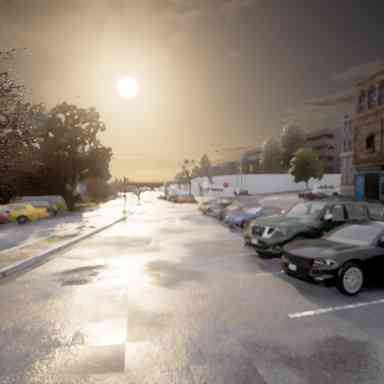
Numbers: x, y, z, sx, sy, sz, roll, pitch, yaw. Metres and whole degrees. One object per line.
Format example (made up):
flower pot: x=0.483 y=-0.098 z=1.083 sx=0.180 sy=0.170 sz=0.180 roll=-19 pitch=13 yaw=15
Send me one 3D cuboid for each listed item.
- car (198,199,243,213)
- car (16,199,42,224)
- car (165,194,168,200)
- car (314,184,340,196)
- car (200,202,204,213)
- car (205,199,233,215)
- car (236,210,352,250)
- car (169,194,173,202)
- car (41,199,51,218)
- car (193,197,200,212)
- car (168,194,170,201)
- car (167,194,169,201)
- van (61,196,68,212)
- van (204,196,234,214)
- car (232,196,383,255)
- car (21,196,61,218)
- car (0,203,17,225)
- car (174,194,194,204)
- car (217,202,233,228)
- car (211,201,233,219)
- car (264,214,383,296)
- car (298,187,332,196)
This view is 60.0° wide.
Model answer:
car: x=3.318 y=1.637 z=38.794 sx=4.792 sy=1.488 sz=2.163 roll=1 pitch=-1 yaw=-25
car: x=-14.053 y=1.595 z=24.174 sx=5.366 sy=1.575 sz=1.946 roll=-1 pitch=0 yaw=-23
car: x=-3.965 y=1.714 z=94.239 sx=5.566 sy=2.045 sz=2.435 roll=1 pitch=0 yaw=-30
car: x=21.165 y=-0.213 z=51.131 sx=2.435 sy=2.045 sz=5.566 roll=-7 pitch=4 yaw=-29
car: x=3.613 y=1.457 z=32.812 sx=4.553 sy=1.767 sz=2.185 roll=1 pitch=0 yaw=-24
car: x=3.966 y=1.565 z=26.771 sx=4.892 sy=1.521 sz=2.231 roll=1 pitch=0 yaw=-24
car: x=4.494 y=1.566 z=14.702 sx=4.674 sy=1.452 sz=2.002 roll=1 pitch=0 yaw=-22
car: x=-1.991 y=1.691 z=82.351 sx=5.566 sy=2.045 sz=2.435 roll=1 pitch=0 yaw=-30
car: x=-14.562 y=1.611 z=26.980 sx=5.366 sy=1.575 sz=1.946 roll=-1 pitch=0 yaw=-23
car: x=3.198 y=1.587 z=35.736 sx=5.366 sy=1.575 sz=1.946 roll=1 pitch=0 yaw=-25
car: x=-2.443 y=1.697 z=85.355 sx=5.566 sy=2.045 sz=2.435 roll=1 pitch=0 yaw=-30
car: x=-3.319 y=1.958 z=91.356 sx=5.366 sy=1.575 sz=1.946 roll=1 pitch=-1 yaw=-30
van: x=-14.685 y=1.406 z=33.013 sx=4.442 sy=1.987 sz=1.878 roll=-1 pitch=0 yaw=-24
van: x=3.678 y=1.346 z=29.738 sx=4.442 sy=1.987 sz=1.878 roll=1 pitch=0 yaw=-24
car: x=4.566 y=1.265 z=11.664 sx=5.566 sy=2.045 sz=2.435 roll=1 pitch=0 yaw=-22
car: x=-14.550 y=1.496 z=30.021 sx=4.553 sy=1.767 sz=2.185 roll=-1 pitch=0 yaw=-24
car: x=-14.064 y=1.629 z=21.140 sx=4.674 sy=1.452 sz=2.002 roll=-1 pitch=0 yaw=-23
car: x=-1.044 y=1.806 z=76.411 sx=4.553 sy=1.767 sz=2.185 roll=1 pitch=0 yaw=-29
car: x=4.266 y=1.585 z=20.736 sx=4.674 sy=1.452 sz=2.002 roll=1 pitch=0 yaw=-23
car: x=4.115 y=1.594 z=23.756 sx=4.674 sy=1.452 sz=2.002 roll=1 pitch=0 yaw=-23
car: x=4.665 y=1.508 z=8.657 sx=5.008 sy=1.535 sz=2.097 roll=1 pitch=0 yaw=-21
car: x=18.208 y=0.364 z=50.673 sx=2.002 sy=1.452 sz=4.674 roll=-6 pitch=4 yaw=-29
